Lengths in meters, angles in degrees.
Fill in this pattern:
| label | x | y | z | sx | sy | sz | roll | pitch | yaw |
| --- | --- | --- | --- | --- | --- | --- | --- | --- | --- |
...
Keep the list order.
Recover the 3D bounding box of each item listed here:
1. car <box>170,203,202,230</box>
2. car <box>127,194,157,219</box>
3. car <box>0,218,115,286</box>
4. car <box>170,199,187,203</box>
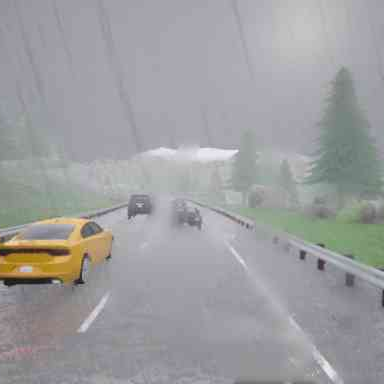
| label | x | y | z | sx | sy | sz | roll | pitch | yaw |
| --- | --- | --- | --- | --- | --- | --- | --- | --- | --- |
| car | -0.420 | 1.599 | 21.325 | 1.895 | 1.301 | 4.718 | 0 | 0 | -2 |
| car | -4.330 | 1.222 | 29.358 | 2.150 | 2.045 | 5.566 | 0 | 0 | -3 |
| car | -3.541 | 1.480 | 9.495 | 1.882 | 1.535 | 5.008 | 0 | 0 | -1 |
| car | -1.583 | 1.545 | 39.992 | 2.033 | 1.411 | 5.357 | 0 | 0 | -4 |
